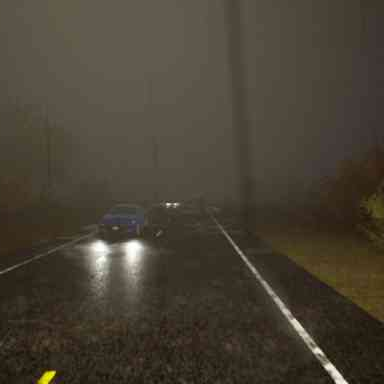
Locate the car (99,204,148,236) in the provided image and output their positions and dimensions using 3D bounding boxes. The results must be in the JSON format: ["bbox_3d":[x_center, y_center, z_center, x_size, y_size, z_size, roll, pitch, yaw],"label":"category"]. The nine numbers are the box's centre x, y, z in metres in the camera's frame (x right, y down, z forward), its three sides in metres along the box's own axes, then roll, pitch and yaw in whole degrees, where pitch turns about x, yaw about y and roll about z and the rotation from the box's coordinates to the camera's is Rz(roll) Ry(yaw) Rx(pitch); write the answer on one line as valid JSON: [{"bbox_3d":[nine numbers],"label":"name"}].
[{"bbox_3d":[-3.593,1.422,18.126,1.882,1.535,5.008,0,0,0],"label":"car"}]

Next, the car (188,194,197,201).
[{"bbox_3d":[0.029,1.249,73.893,1.994,1.385,4.181,0,0,0],"label":"car"}]

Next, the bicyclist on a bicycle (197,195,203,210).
[{"bbox_3d":[0.980,1.234,39.390,0.659,1.776,1.843,0,0,0],"label":"bicyclist on a bicycle"}]

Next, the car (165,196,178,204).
[{"bbox_3d":[-3.531,1.341,58.522,1.994,1.385,4.181,0,0,1],"label":"car"}]

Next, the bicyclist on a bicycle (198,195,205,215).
[{"bbox_3d":[0.976,1.350,30.727,0.582,1.620,1.656,0,0,0],"label":"bicyclist on a bicycle"}]

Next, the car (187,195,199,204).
[{"bbox_3d":[0.117,1.348,57.181,1.994,1.385,4.181,0,0,0],"label":"car"}]
